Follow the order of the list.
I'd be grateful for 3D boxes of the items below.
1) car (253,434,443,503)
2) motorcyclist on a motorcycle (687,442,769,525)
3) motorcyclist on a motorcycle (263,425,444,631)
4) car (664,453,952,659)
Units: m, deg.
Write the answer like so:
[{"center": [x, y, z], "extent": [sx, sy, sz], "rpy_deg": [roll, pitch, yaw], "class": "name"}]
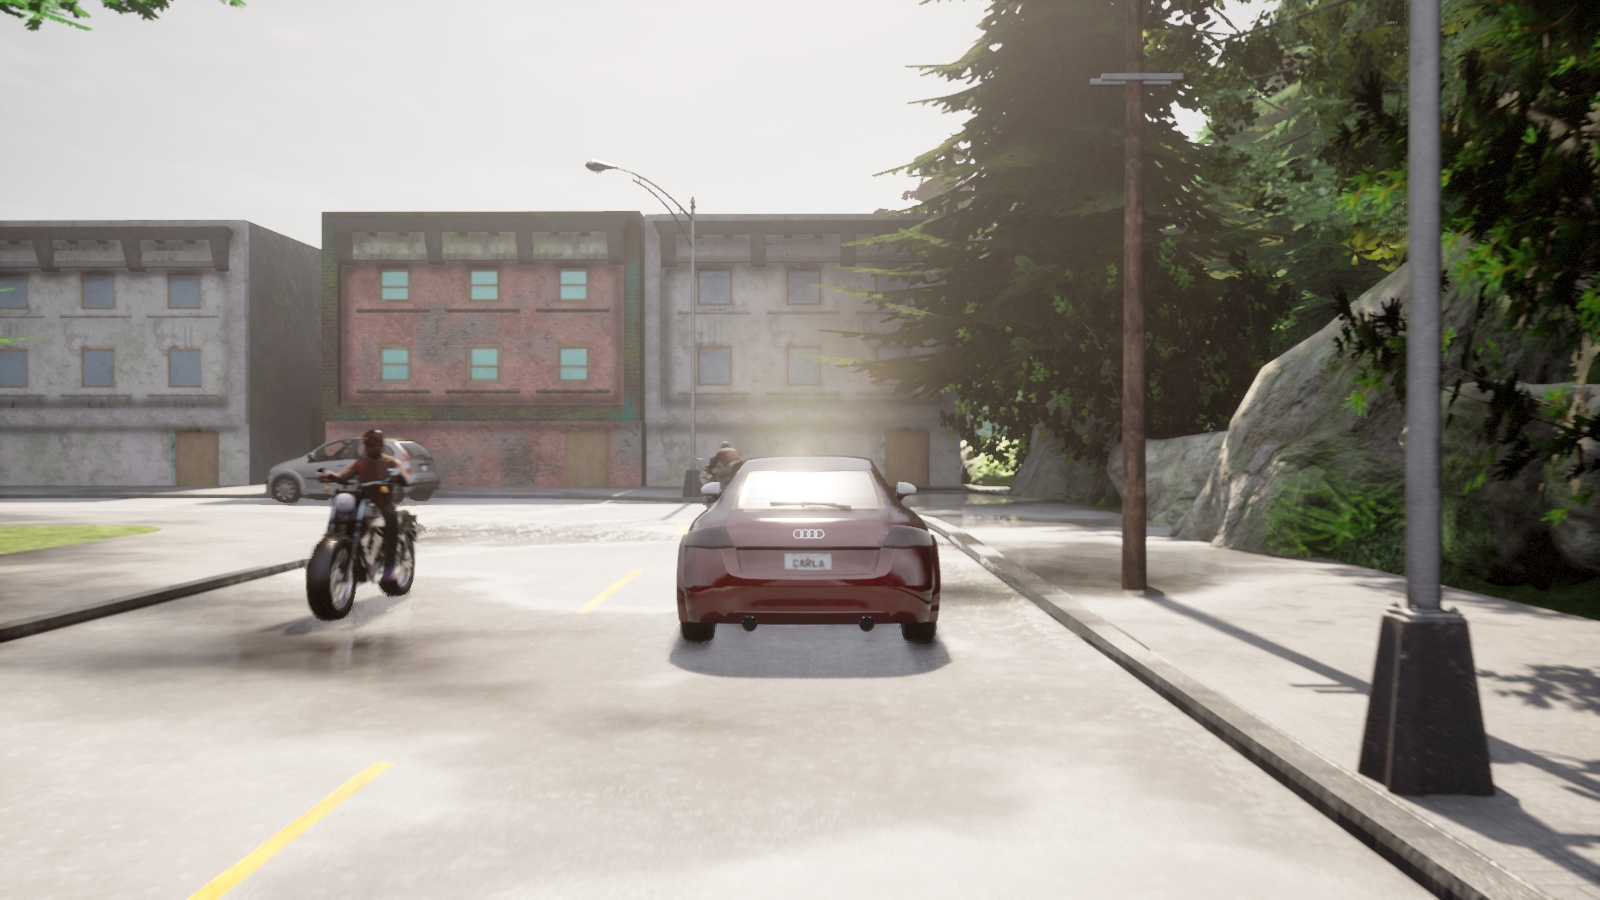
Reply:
[{"center": [-11.019, 0.425, 30.759], "extent": [3.988, 1.617, 1.851], "rpy_deg": [0, 0, 9], "class": "car"}, {"center": [-1.439, 0.613, 24.607], "extent": [0.866, 1.530, 2.191], "rpy_deg": [-1, 1, -24], "class": "motorcyclist on a motorcycle"}, {"center": [-3.911, 0.616, 11.239], "extent": [0.766, 1.649, 2.350], "rpy_deg": [0, 1, 0], "class": "motorcyclist on a motorcycle"}, {"center": [0.074, 0.736, 10.802], "extent": [1.994, 1.385, 4.181], "rpy_deg": [0, 0, 1], "class": "car"}]
